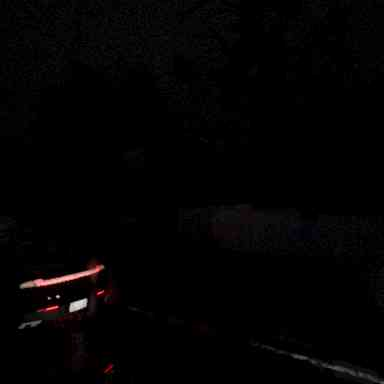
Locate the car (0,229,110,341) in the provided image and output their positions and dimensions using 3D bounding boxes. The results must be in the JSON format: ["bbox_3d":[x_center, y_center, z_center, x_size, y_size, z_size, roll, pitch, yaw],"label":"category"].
[{"bbox_3d":[-3.710,1.473,6.336,4.902,1.511,2.128,0,0,34],"label":"car"}]
